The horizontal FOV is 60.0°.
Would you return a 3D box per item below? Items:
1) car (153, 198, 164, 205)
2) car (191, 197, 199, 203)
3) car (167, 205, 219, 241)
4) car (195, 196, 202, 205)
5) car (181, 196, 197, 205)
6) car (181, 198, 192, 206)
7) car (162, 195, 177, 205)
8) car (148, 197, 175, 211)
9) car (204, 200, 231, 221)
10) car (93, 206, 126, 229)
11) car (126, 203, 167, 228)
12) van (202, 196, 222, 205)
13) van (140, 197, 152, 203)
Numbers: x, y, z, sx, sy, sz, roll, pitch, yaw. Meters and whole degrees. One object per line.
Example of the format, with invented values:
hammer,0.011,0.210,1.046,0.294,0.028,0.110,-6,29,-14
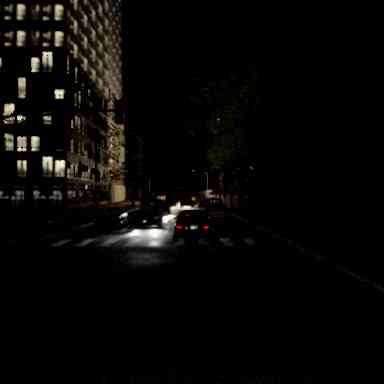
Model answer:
car,-6.697,1.898,67.084,1.802,1.307,4.206,0,0,-2
car,0.646,1.882,84.171,1.752,1.417,4.829,0,0,-3
car,0.003,1.630,17.136,2.033,1.411,5.357,0,0,-1
car,1.844,1.749,50.905,1.752,1.417,4.829,0,0,-2
car,-0.793,1.595,53.462,2.097,1.767,4.553,0,0,-2
car,-1.108,1.885,63.531,1.895,1.301,4.718,0,0,-2
car,-3.652,1.744,56.827,1.882,1.535,5.008,0,-1,-1
car,-3.226,1.665,36.045,2.128,1.511,4.902,0,0,-1
car,2.322,1.653,28.732,1.752,1.417,4.829,0,0,-1
car,-5.473,1.677,22.724,2.008,1.369,4.403,0,0,-1
car,-3.019,1.684,23.100,1.994,1.385,4.181,0,0,-1
van,2.228,1.493,34.107,1.690,1.788,3.998,0,0,-1
van,-6.030,1.566,44.903,1.690,1.788,3.998,0,0,-1
